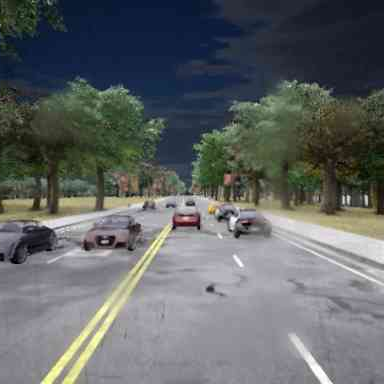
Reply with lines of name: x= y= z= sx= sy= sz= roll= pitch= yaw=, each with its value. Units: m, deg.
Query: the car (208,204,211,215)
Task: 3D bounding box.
car: x=3.081 y=1.969 z=41.491 sx=1.882 sy=1.535 sz=5.008 roll=0 pitch=-1 yaw=0

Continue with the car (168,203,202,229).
car: x=-0.329 y=1.807 z=24.159 sx=2.163 sy=1.488 sz=4.792 roll=0 pitch=-1 yaw=1

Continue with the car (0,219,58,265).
car: x=-6.617 y=1.725 z=12.264 sx=1.994 sy=1.385 sz=4.181 roll=0 pitch=-1 yaw=0

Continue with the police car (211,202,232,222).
police car: x=3.159 y=1.878 z=30.482 sx=2.038 sy=1.542 sz=4.974 roll=0 pitch=-1 yaw=0

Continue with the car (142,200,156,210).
car: x=-6.861 y=2.112 z=53.690 sx=1.837 sy=1.490 sz=4.892 roll=0 pitch=0 yaw=0

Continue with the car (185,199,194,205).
car: x=-0.577 y=2.344 z=76.520 sx=1.895 sy=1.301 sz=4.718 roll=0 pitch=0 yaw=-1

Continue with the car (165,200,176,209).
car: x=-3.627 y=2.194 z=58.429 sx=2.033 sy=1.411 sz=5.357 roll=0 pitch=0 yaw=0

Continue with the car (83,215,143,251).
car: x=-3.374 y=1.758 z=14.897 sx=1.994 sy=1.385 sz=4.181 roll=0 pitch=-1 yaw=0

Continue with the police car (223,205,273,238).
police car: x=3.213 y=1.754 z=19.471 sx=2.038 sy=1.542 sz=4.974 roll=0 pitch=-1 yaw=0

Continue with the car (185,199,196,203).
car: x=-0.318 y=2.186 z=64.282 sx=1.837 sy=1.490 sz=4.892 roll=0 pitch=-2 yaw=-1
